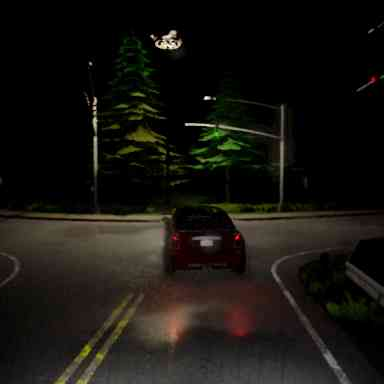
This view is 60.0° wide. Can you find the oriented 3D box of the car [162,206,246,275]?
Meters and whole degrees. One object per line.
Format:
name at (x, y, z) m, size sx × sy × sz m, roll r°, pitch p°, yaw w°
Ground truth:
car at (0.169, 1.200, 10.279) m, size 2.097 × 1.767 × 4.553 m, roll 0°, pitch 2°, yaw -5°
